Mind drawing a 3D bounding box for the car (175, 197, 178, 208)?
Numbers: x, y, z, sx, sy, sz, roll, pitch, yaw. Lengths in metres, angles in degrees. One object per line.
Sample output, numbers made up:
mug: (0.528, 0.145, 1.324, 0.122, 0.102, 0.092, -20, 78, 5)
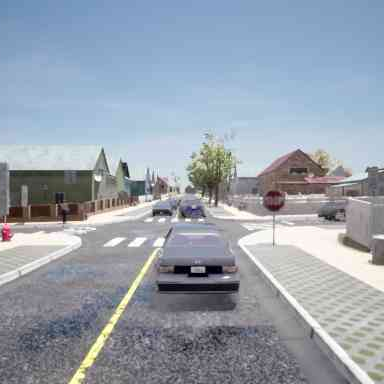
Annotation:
car: (-2.852, 1.566, 41.989, 1.994, 1.385, 4.181, 0, 0, 0)

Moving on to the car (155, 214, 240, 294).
car: (0.072, 1.550, 8.944, 2.033, 1.411, 5.357, 0, 0, -1)

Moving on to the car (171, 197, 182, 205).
car: (-2.817, 1.597, 61.458, 1.895, 1.301, 4.718, 0, 0, 0)

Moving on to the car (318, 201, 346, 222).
car: (11.030, 1.202, 22.472, 4.892, 1.490, 1.837, -2, -1, 0)

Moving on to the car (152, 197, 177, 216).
car: (-2.820, 1.550, 32.719, 2.033, 1.411, 5.357, 0, 0, -1)

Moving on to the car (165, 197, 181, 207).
car: (-2.846, 1.491, 51.456, 2.128, 1.511, 4.902, 0, 0, 0)

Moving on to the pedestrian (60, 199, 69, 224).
pedestrian: (-9.694, 1.462, 25.260, 0.375, 1.860, 0.375, 0, 0, 0)

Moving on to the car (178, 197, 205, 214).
car: (0.029, 1.355, 31.175, 2.097, 1.767, 4.553, 0, 0, -4)
